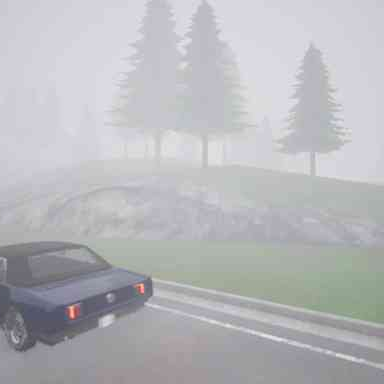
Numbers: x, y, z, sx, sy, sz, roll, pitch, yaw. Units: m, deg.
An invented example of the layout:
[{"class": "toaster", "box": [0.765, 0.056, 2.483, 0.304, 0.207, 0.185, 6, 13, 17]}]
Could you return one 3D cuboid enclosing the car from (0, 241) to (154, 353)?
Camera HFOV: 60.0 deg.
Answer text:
[{"class": "car", "box": [-3.050, 1.601, 6.169, 4.718, 1.301, 1.895, 0, 0, 36]}]
